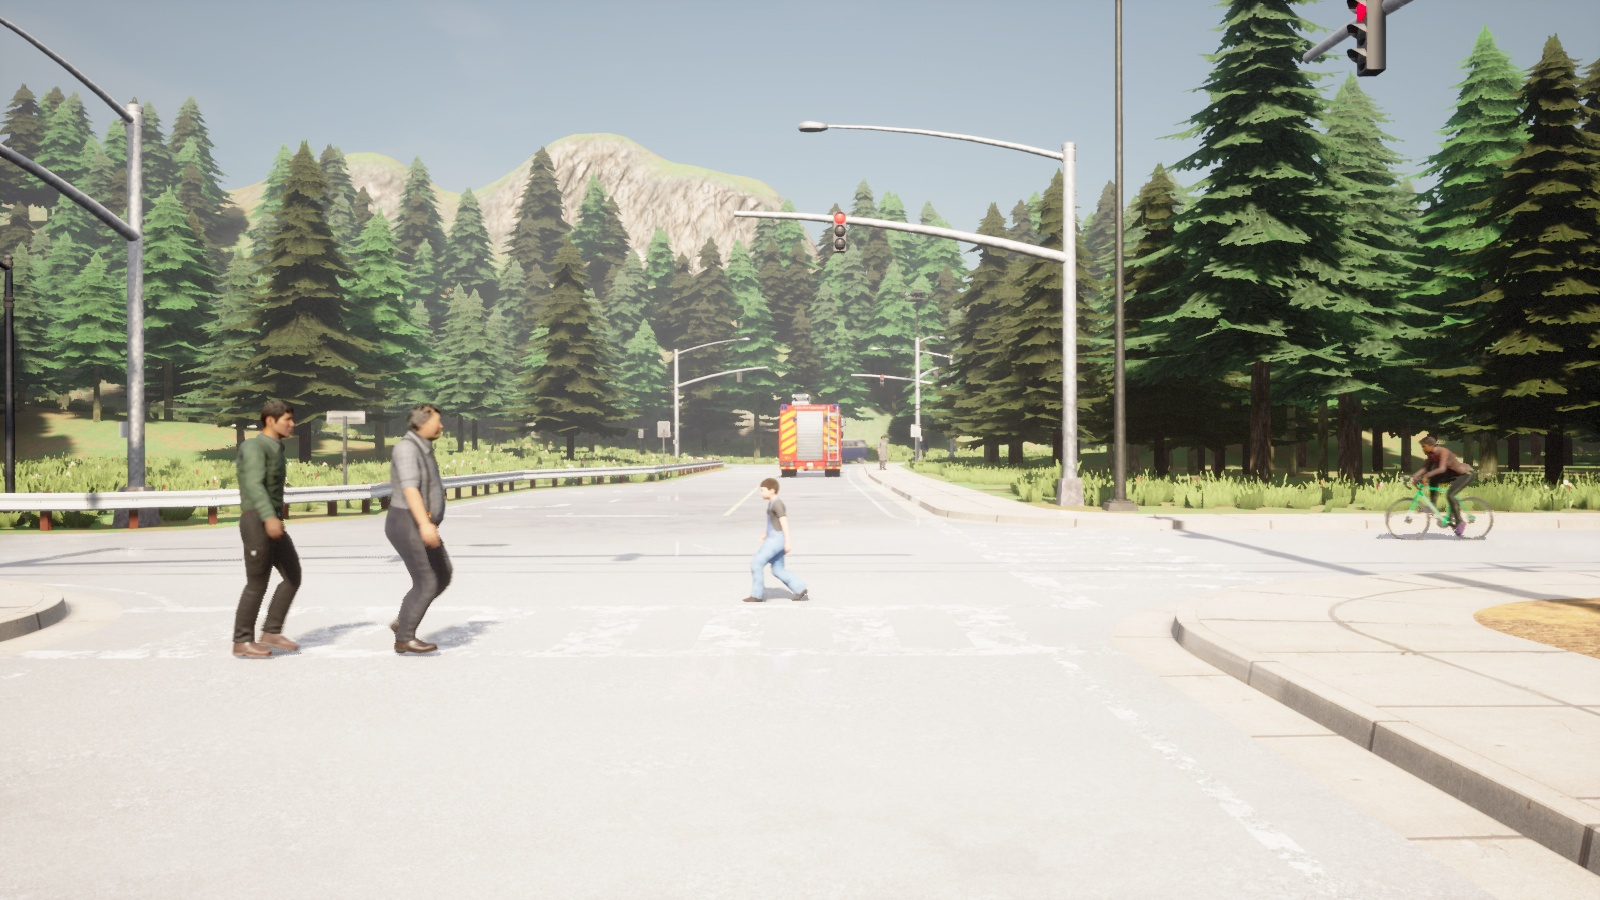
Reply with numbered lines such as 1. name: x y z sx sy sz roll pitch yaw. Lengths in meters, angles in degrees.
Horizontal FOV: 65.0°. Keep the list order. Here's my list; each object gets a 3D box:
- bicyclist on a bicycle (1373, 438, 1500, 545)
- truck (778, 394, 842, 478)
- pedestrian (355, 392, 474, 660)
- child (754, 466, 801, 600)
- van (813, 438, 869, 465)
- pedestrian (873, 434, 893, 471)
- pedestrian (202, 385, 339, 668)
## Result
1. bicyclist on a bicycle: 9.818 0.629 19.397 1.656 1.620 0.582 -1 0 1
2. truck: 0.584 -0.660 61.508 2.891 3.827 8.468 0 0 2
3. pedestrian: -2.734 0.525 8.952 0.694 1.848 0.540 0 0 -3
4. child: -0.218 0.786 12.036 0.437 1.263 0.270 0 0 -3
5. van: 3.132 0.124 95.418 1.775 1.987 4.442 0 1 44
6. pedestrian: 4.351 0.139 66.168 0.659 1.952 0.873 0 0 -31
7. pedestrian: -3.734 0.528 8.882 0.788 1.949 0.423 0 0 -3
